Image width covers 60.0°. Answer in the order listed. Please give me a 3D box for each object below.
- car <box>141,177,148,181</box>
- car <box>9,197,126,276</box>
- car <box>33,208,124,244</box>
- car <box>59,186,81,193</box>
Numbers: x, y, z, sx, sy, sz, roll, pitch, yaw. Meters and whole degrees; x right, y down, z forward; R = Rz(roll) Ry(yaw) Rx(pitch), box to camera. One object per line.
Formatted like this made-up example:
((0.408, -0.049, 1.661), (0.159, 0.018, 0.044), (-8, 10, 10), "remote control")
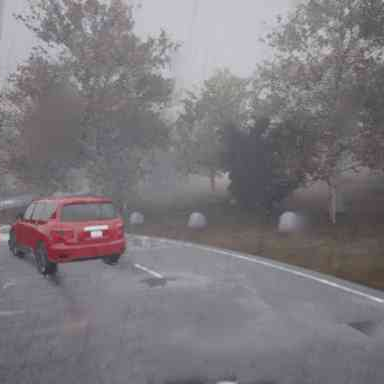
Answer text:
((-13.176, -3.471, 90.384), (1.812, 1.442, 4.674), (-1, 5, 14), "car")
((-4.188, 1.194, 10.721), (2.150, 2.045, 5.566), (-1, 0, -40), "car")
((-5.674, 1.543, 16.318), (4.718, 1.301, 1.895), (-1, 1, 37), "car")
((-24.138, -0.624, 65.707), (1.895, 1.301, 4.718), (-1, 5, 15), "car")
